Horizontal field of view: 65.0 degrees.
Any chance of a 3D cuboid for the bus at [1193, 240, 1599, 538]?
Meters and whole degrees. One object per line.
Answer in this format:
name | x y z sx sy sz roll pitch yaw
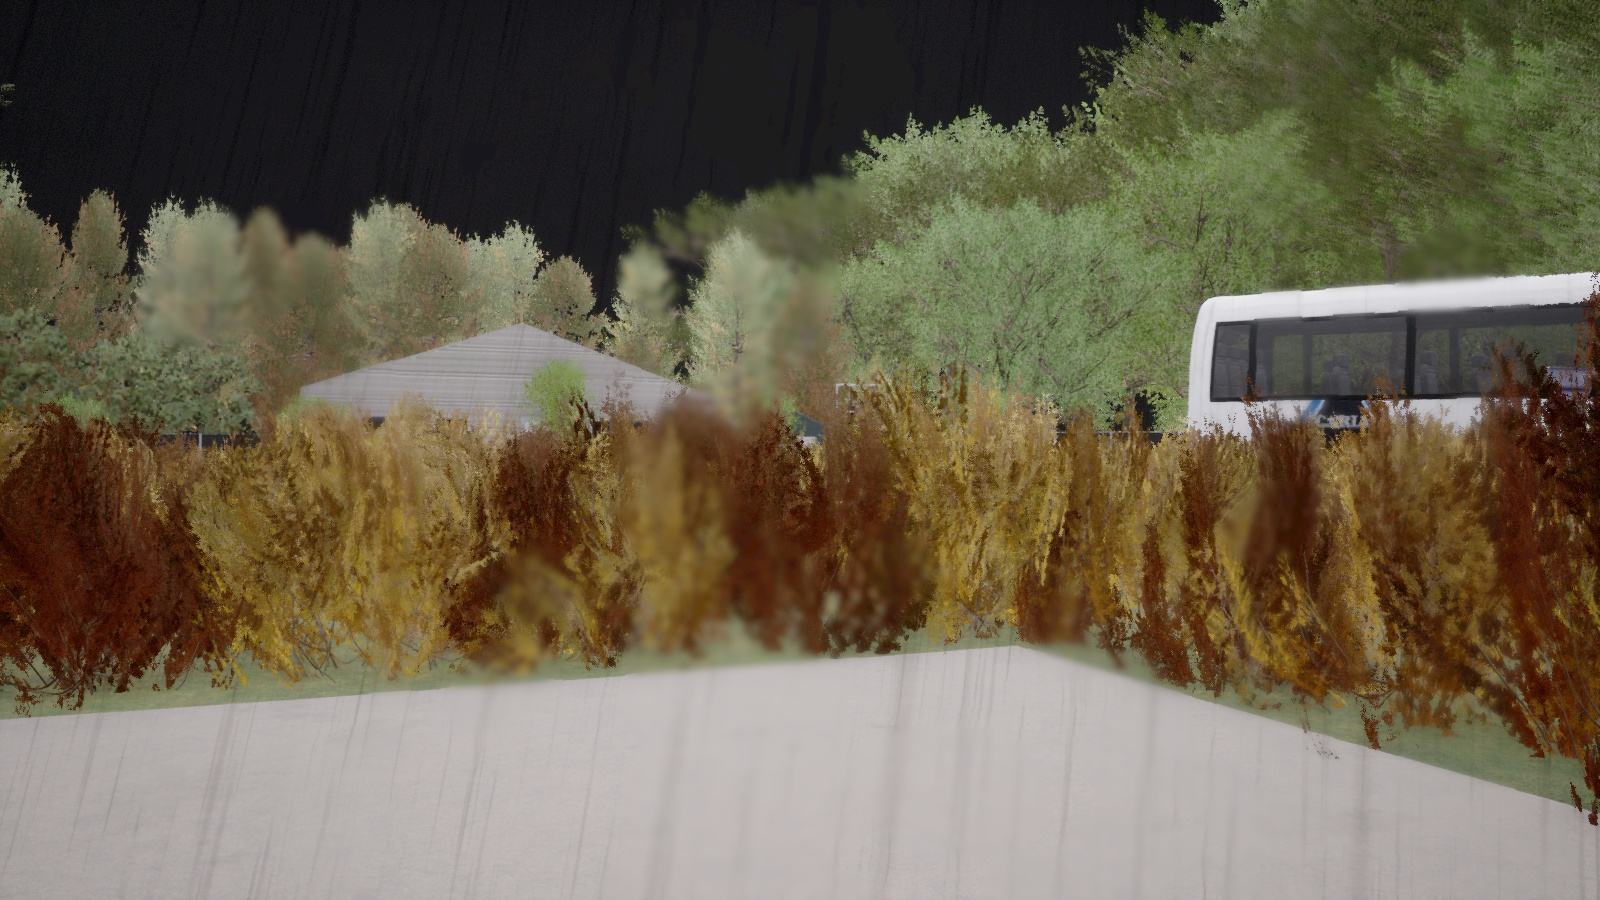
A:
bus | 12.056 -0.901 20.022 10.273 4.253 3.944 0 1 40
